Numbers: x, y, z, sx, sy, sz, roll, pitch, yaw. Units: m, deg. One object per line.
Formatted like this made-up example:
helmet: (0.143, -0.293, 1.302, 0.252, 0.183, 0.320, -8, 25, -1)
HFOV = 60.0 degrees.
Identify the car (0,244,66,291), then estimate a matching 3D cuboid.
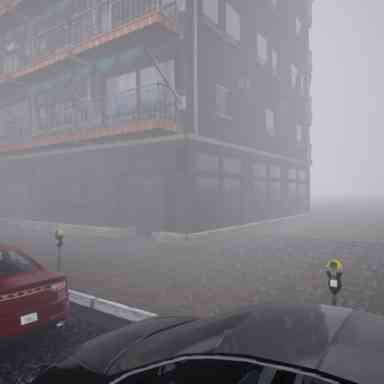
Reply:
car: (-3.978, 1.545, 5.712, 4.507, 1.381, 1.887, 0, 0, 35)

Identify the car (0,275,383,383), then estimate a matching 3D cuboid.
car: (0.611, 1.566, 2.439, 4.313, 1.339, 1.947, 0, 0, 35)
